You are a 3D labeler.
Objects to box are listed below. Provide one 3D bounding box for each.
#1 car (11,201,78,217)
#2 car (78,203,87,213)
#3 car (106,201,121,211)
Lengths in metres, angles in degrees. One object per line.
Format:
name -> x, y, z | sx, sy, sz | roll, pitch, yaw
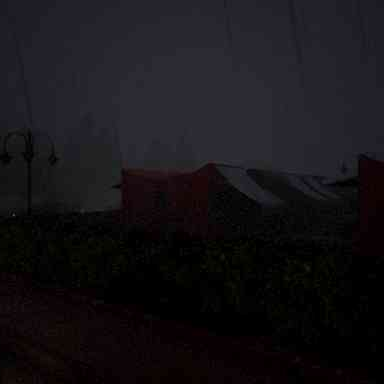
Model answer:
car -> -12.437, 1.560, 27.804 | 1.837, 1.490, 4.892 | 0, 0, 36
car -> -12.720, 1.619, 33.372 | 1.994, 1.385, 4.181 | 0, 0, 36
car -> -6.862, 1.533, 35.493 | 1.882, 1.535, 5.008 | 0, 0, 36
